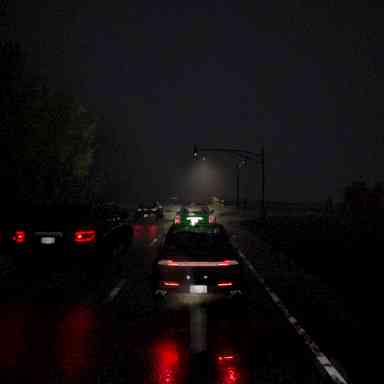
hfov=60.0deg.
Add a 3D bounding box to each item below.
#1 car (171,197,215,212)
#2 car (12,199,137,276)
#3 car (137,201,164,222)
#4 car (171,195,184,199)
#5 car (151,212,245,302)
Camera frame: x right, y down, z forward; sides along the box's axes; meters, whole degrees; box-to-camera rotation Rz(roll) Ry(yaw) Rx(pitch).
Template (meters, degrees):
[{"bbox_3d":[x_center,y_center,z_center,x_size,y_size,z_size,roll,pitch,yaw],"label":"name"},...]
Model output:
[{"bbox_3d":[0.132,1.356,17.420,2.097,1.767,4.553,0,0,0],"label":"car"},{"bbox_3d":[-3.377,1.225,10.518,2.150,2.045,5.566,0,0,0],"label":"car"},{"bbox_3d":[-3.349,1.498,26.623,2.128,1.511,4.902,0,0,0],"label":"car"},{"bbox_3d":[-3.275,1.493,66.891,2.128,1.511,4.902,0,0,0],"label":"car"},{"bbox_3d":[0.116,1.494,8.270,2.128,1.511,4.902,0,0,0],"label":"car"}]
